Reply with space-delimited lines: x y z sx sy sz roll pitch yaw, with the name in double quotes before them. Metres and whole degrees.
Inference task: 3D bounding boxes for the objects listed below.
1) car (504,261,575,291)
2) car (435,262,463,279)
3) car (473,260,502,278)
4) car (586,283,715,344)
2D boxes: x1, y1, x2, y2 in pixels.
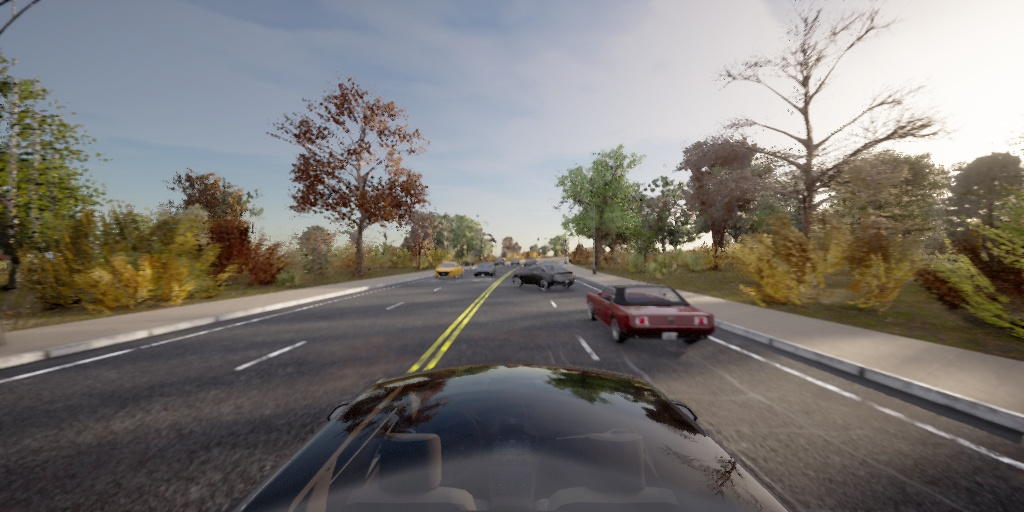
"car" 1.885 1.294 22.823 2.128 1.511 4.902 0 0 -33
"car" -5.830 1.290 33.606 1.882 1.535 5.008 0 0 3
"car" -2.516 1.366 35.073 2.033 1.411 5.357 0 0 3
"car" 3.294 1.376 9.644 1.895 1.301 4.718 0 0 1
